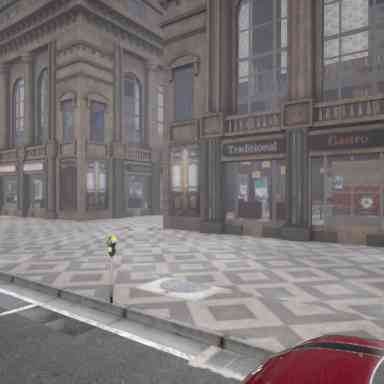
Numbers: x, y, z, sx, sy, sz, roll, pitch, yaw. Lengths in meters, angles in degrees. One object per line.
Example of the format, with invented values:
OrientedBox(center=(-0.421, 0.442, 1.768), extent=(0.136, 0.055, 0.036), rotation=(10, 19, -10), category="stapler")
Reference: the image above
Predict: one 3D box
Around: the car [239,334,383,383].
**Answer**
OrientedBox(center=(1.982, 1.440, 1.542), extent=(4.097, 1.590, 1.967), rotation=(0, 0, 36), category="car")
